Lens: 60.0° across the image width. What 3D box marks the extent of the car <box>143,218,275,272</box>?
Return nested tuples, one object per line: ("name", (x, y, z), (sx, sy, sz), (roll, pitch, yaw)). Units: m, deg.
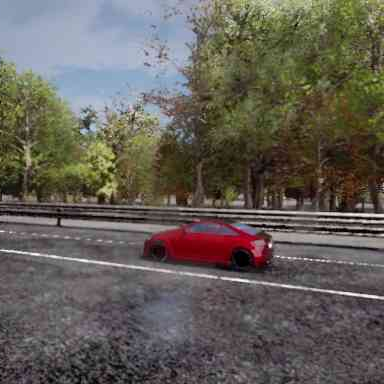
("car", (0.522, 1.546, 10.759), (4.181, 1.385, 1.994), (1, 0, 25))
